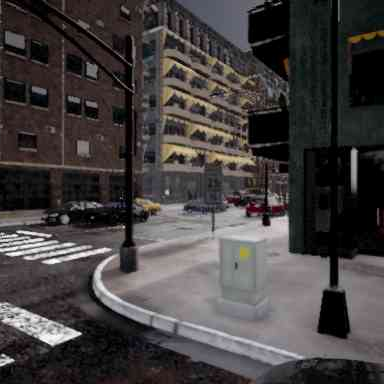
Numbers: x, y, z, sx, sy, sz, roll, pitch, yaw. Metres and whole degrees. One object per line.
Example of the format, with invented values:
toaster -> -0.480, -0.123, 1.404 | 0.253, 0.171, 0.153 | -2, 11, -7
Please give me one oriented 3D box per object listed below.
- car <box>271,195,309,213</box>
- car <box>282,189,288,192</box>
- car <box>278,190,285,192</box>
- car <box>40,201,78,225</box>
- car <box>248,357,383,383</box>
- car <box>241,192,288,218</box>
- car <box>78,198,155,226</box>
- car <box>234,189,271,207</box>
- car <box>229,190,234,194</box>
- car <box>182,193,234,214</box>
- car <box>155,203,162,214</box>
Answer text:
car -> 8.959, 1.066, 30.241 | 2.008, 1.369, 4.403 | 1, 2, 35
car -> 14.842, 0.482, 53.323 | 2.192, 1.841, 5.009 | 1, 2, 35
car -> 11.559, 0.771, 48.621 | 1.752, 1.417, 4.829 | 1, 2, 35
car -> -7.449, 1.257, 21.360 | 2.008, 1.369, 4.403 | 1, 2, 35
car -> 2.127, 1.556, 1.357 | 4.403, 1.369, 2.008 | 0, 0, 35
car -> 5.776, 1.033, 25.672 | 1.967, 1.590, 4.097 | 1, 2, 35
car -> -4.630, 1.266, 20.891 | 1.994, 1.385, 4.181 | 0, 1, 35
car -> 7.392, 0.630, 38.139 | 2.150, 2.045, 5.566 | 0, 1, 35
car -> 5.290, 0.711, 39.623 | 2.192, 1.841, 5.009 | 1, 2, 35
car -> 1.357, 1.103, 29.480 | 2.033, 1.411, 5.357 | 0, 1, 35
car -> -4.362, 1.156, 25.787 | 1.752, 1.417, 4.829 | 1, 2, 35
